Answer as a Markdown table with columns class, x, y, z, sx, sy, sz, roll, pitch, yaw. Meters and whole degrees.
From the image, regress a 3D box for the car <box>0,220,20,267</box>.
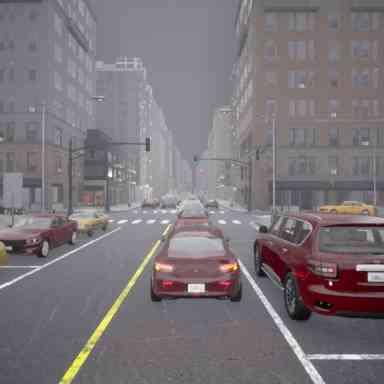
| class | x | y | z | sx | sy | sz | roll | pitch | yaw |
| --- | --- | --- | --- | --- | --- | --- | --- | --- | --- |
| car | -5.846 | 1.527 | 7.051 | 1.752 | 1.417 | 4.829 | 1 | 0 | 0 |

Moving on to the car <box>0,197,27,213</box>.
| class | x | y | z | sx | sy | sz | roll | pitch | yaw |
| --- | --- | --- | --- | --- | --- | --- | --- | --- | --- |
| car | -17.246 | 1.198 | 29.665 | 4.553 | 1.767 | 2.097 | 1 | -1 | 0 |

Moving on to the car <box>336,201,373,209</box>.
| class | x | y | z | sx | sy | sz | roll | pitch | yaw |
| --- | --- | --- | --- | --- | --- | --- | --- | --- | --- |
| car | 15.140 | 1.641 | 32.667 | 5.008 | 1.535 | 1.882 | 0 | -1 | 1 |

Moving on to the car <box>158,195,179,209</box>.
| class | x | y | z | sx | sy | sz | roll | pitch | yaw |
| --- | --- | --- | --- | --- | --- | --- | --- | --- | --- |
| car | -3.074 | 1.516 | 45.108 | 1.837 | 1.490 | 4.892 | 0 | 0 | 0 |

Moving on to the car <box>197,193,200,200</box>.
| class | x | y | z | sx | sy | sz | roll | pitch | yaw |
| --- | --- | --- | --- | --- | --- | --- | --- | --- | --- |
| car | 2.711 | 1.335 | 68.171 | 2.192 | 1.841 | 5.009 | 1 | 0 | 0 |

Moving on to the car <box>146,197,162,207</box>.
| class | x | y | z | sx | sy | sz | roll | pitch | yaw |
| --- | --- | --- | --- | --- | --- | --- | --- | --- | --- |
| car | -5.825 | 1.557 | 51.163 | 1.887 | 1.381 | 4.507 | 1 | 0 | 0 |

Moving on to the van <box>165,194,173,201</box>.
| class | x | y | z | sx | sy | sz | roll | pitch | yaw |
| --- | --- | --- | --- | --- | --- | --- | --- | --- | --- |
| van | -5.807 | 1.371 | 85.201 | 1.690 | 1.788 | 3.998 | 1 | 0 | 0 |

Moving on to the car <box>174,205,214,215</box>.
| class | x | y | z | sx | sy | sz | roll | pitch | yaw |
| --- | --- | --- | --- | --- | --- | --- | --- | --- | --- |
| car | 0.124 | 1.605 | 18.456 | 1.895 | 1.301 | 4.718 | 0 | 0 | 2 |

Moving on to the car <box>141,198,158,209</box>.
| class | x | y | z | sx | sy | sz | roll | pitch | yaw |
| --- | --- | --- | --- | --- | --- | --- | --- | --- | --- |
| car | -5.828 | 1.555 | 45.490 | 1.887 | 1.381 | 4.507 | 1 | 0 | 0 |

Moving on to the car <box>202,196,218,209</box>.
| class | x | y | z | sx | sy | sz | roll | pitch | yaw |
| --- | --- | --- | --- | --- | --- | --- | --- | --- | --- |
| car | 2.698 | 1.593 | 45.477 | 1.802 | 1.307 | 4.206 | 1 | 0 | 0 |

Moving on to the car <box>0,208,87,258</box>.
| class | x | y | z | sx | sy | sz | roll | pitch | yaw |
| --- | --- | --- | --- | --- | --- | --- | --- | --- | --- |
| car | -5.843 | 1.547 | 12.846 | 1.887 | 1.381 | 4.507 | 1 | 0 | 0 |

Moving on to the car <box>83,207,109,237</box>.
| class | x | y | z | sx | sy | sz | roll | pitch | yaw |
| --- | --- | --- | --- | --- | --- | --- | --- | --- | --- |
| car | -5.840 | 1.529 | 18.301 | 1.752 | 1.417 | 4.829 | 1 | 0 | 0 |

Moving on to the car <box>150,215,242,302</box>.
| class | x | y | z | sx | sy | sz | roll | pitch | yaw |
| --- | --- | --- | --- | --- | --- | --- | --- | --- | --- |
| car | 0.090 | 1.528 | 8.166 | 1.812 | 1.442 | 4.674 | 0 | 0 | 0 |

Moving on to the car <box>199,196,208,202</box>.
| class | x | y | z | sx | sy | sz | roll | pitch | yaw |
| --- | --- | --- | --- | --- | --- | --- | --- | --- | --- |
| car | 2.714 | 1.608 | 79.517 | 1.802 | 1.307 | 4.206 | 1 | 0 | 0 |

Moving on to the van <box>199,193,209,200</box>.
| class | x | y | z | sx | sy | sz | roll | pitch | yaw |
| --- | --- | --- | --- | --- | --- | --- | --- | --- | --- |
| van | 2.708 | 1.358 | 62.498 | 1.690 | 1.788 | 3.998 | 1 | 0 | 0 |

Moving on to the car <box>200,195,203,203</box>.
| class | x | y | z | sx | sy | sz | roll | pitch | yaw |
| --- | --- | --- | --- | --- | --- | --- | --- | --- | --- |
| car | 2.703 | 1.597 | 56.824 | 1.802 | 1.307 | 4.206 | 1 | 0 | 0 |

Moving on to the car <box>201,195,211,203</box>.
| class | x | y | z | sx | sy | sz | roll | pitch | yaw |
| --- | --- | --- | --- | --- | --- | --- | --- | --- | --- |
| car | 2.700 | 1.595 | 51.150 | 1.802 | 1.307 | 4.206 | 1 | 0 | 0 |

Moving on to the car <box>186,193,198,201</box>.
| class | x | y | z | sx | sy | sz | roll | pitch | yaw |
| --- | --- | --- | --- | --- | --- | --- | --- | --- | --- |
| car | 0.042 | 1.570 | 85.212 | 2.033 | 1.411 | 5.357 | 0 | 0 | 0 |

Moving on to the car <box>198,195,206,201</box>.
| class | x | y | z | sx | sy | sz | roll | pitch | yaw |
| --- | --- | --- | --- | --- | --- | --- | --- | --- | --- |
| car | 2.719 | 1.599 | 90.864 | 1.947 | 1.339 | 4.313 | 1 | 0 | 0 |

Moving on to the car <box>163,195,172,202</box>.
| class | x | y | z | sx | sy | sz | roll | pitch | yaw |
| --- | --- | --- | --- | --- | --- | --- | --- | --- | --- |
| car | -5.811 | 1.466 | 79.528 | 1.967 | 1.590 | 4.097 | 1 | 0 | 0 |

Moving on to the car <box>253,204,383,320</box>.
| class | x | y | z | sx | sy | sz | roll | pitch | yaw |
| --- | --- | --- | --- | --- | --- | --- | --- | --- | --- |
| car | 2.682 | 1.317 | 7.209 | 2.192 | 1.841 | 5.009 | 1 | 0 | 0 |

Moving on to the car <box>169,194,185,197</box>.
| class | x | y | z | sx | sy | sz | roll | pitch | yaw |
| --- | --- | --- | --- | --- | --- | --- | --- | --- | --- |
| car | -2.987 | 1.566 | 66.769 | 2.033 | 1.411 | 5.357 | 0 | 0 | 1 |

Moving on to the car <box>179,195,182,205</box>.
| class | x | y | z | sx | sy | sz | roll | pitch | yaw |
| --- | --- | --- | --- | --- | --- | --- | --- | --- | --- |
| car | -3.063 | 1.578 | 55.073 | 1.994 | 1.385 | 4.181 | 0 | 0 | 0 |
